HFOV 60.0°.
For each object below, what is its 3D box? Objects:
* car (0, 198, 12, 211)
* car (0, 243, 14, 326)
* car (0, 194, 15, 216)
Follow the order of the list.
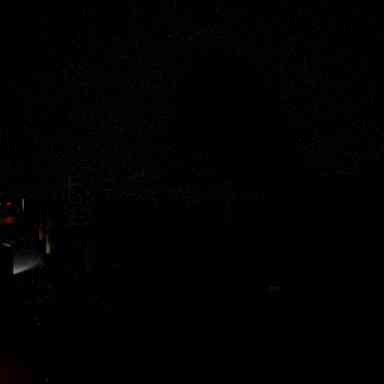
[{"bbox_3d":[-23.932,1.578,42.105,2.033,1.411,5.357,0,0,-28],"label":"car"},{"bbox_3d":[-4.599,1.563,6.476,1.994,1.385,4.181,0,0,-28],"label":"car"},{"bbox_3d":[-18.780,1.240,32.701,2.150,2.045,5.566,0,0,-28],"label":"car"}]
